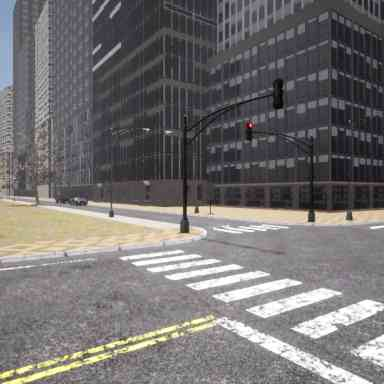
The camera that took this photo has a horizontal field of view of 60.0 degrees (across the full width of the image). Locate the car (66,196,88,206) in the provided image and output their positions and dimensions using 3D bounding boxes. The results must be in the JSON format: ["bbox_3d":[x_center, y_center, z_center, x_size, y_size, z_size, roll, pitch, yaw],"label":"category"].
[{"bbox_3d":[-18.872,1.601,55.232,1.895,1.301,4.718,0,0,-35],"label":"car"}]

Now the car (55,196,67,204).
[{"bbox_3d":[-24.668,1.510,63.496,1.837,1.490,4.892,0,0,-35],"label":"car"}]
